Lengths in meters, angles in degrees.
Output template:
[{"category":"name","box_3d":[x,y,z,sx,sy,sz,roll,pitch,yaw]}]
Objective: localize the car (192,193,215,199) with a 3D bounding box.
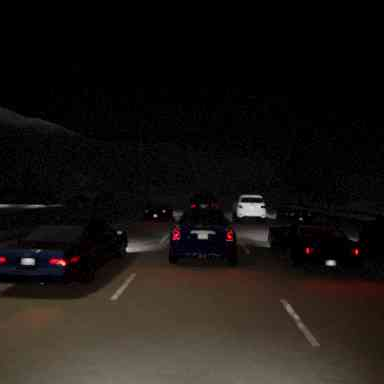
[{"category":"car","box_3d":[0.945,1.136,26.800,2.150,2.045,5.566,1,1,3]}]

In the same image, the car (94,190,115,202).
[{"category":"car","box_3d":[-12.749,0.783,48.732,2.150,2.045,5.566,1,0,-1]}]

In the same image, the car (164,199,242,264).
[{"category":"car","box_3d":[0.408,1.313,11.897,2.097,1.767,4.553,1,0,2]}]

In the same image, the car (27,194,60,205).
[{"category":"car","box_3d":[-19.695,0.985,45.099,2.033,1.411,5.357,1,0,0]}]

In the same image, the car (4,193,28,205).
[{"category":"car","box_3d":[-23.226,0.860,44.702,2.128,1.511,4.902,1,0,0]}]

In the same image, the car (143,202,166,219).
[{"category":"car","box_3d":[-2.578,1.446,26.502,1.895,1.301,4.718,1,0,2]}]

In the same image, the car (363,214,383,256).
[{"category":"car","box_3d":[7.347,1.315,10.294,2.150,2.045,5.566,1,-1,3]}]

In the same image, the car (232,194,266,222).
[{"category":"car","box_3d":[4.433,1.206,26.488,2.150,2.045,5.566,1,1,3]}]

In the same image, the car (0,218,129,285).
[{"category":"car","box_3d":[-3.214,1.448,9.242,2.033,1.411,5.357,1,0,3]}]

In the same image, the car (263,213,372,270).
[{"category":"car","box_3d":[3.880,1.632,11.259,1.895,1.301,4.718,1,0,2]}]

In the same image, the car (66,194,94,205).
[{"category":"car","box_3d":[-16.223,1.043,47.633,2.033,1.411,5.357,1,0,0]}]

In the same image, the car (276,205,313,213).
[{"category":"car","box_3d":[7.913,1.652,26.126,1.895,1.301,4.718,1,0,2]}]
